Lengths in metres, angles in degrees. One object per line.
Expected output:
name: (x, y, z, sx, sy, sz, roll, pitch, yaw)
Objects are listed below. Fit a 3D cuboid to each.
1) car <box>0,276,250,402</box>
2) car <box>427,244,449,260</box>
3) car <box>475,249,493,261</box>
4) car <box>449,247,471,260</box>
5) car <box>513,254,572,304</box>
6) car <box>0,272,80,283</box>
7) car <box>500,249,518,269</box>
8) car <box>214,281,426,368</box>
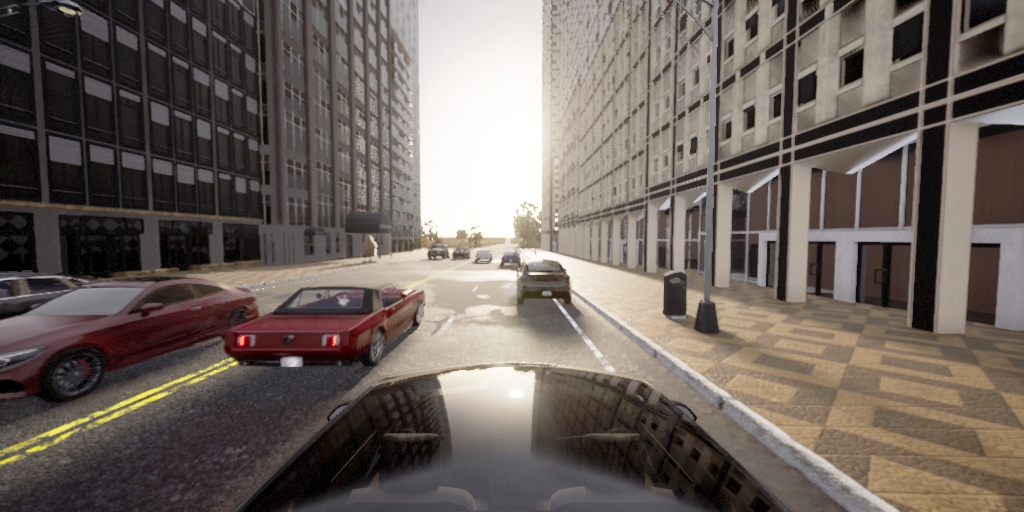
car: (-6.615, 1.126, 6.250, 1.812, 1.442, 4.674, 0, 2, 0)
car: (-10.014, -0.616, 49.232, 2.150, 2.045, 5.566, 0, 2, 0)
car: (-3.326, -0.130, 43.775, 1.812, 1.442, 4.674, 0, 2, 0)
car: (-6.772, -0.464, 48.536, 2.097, 1.767, 4.553, 0, 2, 0)
car: (1.090, 0.857, 13.682, 1.837, 1.490, 4.892, 0, 2, 0)
car: (-9.866, 1.085, 6.466, 2.128, 1.511, 4.902, 0, 2, 0)
car: (-0.109, 0.168, 34.919, 1.812, 1.442, 4.674, 0, 2, 0)
car: (-3.171, 1.164, 7.367, 1.895, 1.301, 4.718, 0, 2, 0)
